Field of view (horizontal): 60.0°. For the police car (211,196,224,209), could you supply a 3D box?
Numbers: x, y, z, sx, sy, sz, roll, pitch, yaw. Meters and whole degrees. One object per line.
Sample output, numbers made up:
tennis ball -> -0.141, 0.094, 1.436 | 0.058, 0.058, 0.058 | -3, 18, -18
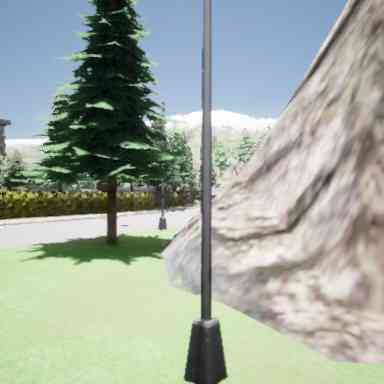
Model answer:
police car -> 2.801, 1.263, 42.287 | 1.930, 1.638, 5.238 | 0, 0, 15
